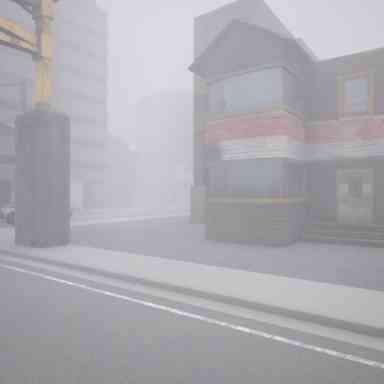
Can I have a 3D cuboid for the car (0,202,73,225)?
[{"bbox_3d":[-10.705,1.453,23.515,2.038,1.542,4.974,0,0,16],"label":"car"}]
